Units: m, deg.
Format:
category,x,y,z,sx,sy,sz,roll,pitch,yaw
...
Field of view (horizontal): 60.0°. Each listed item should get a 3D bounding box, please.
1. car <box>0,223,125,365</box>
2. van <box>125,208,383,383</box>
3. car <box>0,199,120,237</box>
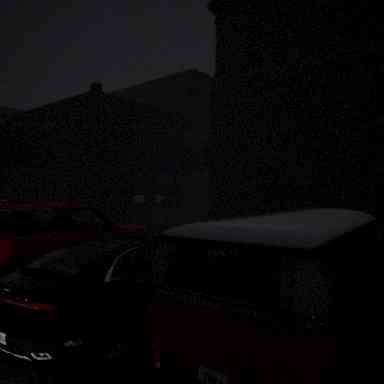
category,x,y,z,sx,sy,sz,roll,pitch,yaw
car,-0.908,1.482,5.994,2.231,1.521,4.892,0,0,36
van,1.429,1.256,4.480,1.878,1.987,4.442,0,0,36
car,-3.247,1.228,7.709,2.435,2.045,5.566,0,0,36
